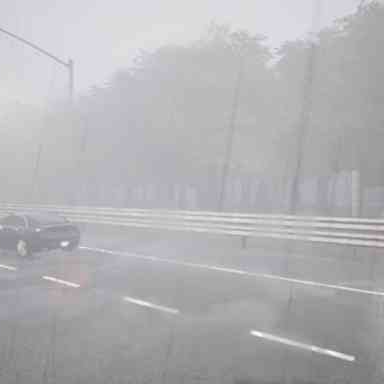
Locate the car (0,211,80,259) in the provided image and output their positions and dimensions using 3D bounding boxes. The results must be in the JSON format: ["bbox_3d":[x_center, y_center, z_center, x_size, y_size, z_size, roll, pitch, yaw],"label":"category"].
[{"bbox_3d":[-6.280,1.509,12.647,4.892,1.490,1.837,0,0,35],"label":"car"}]
